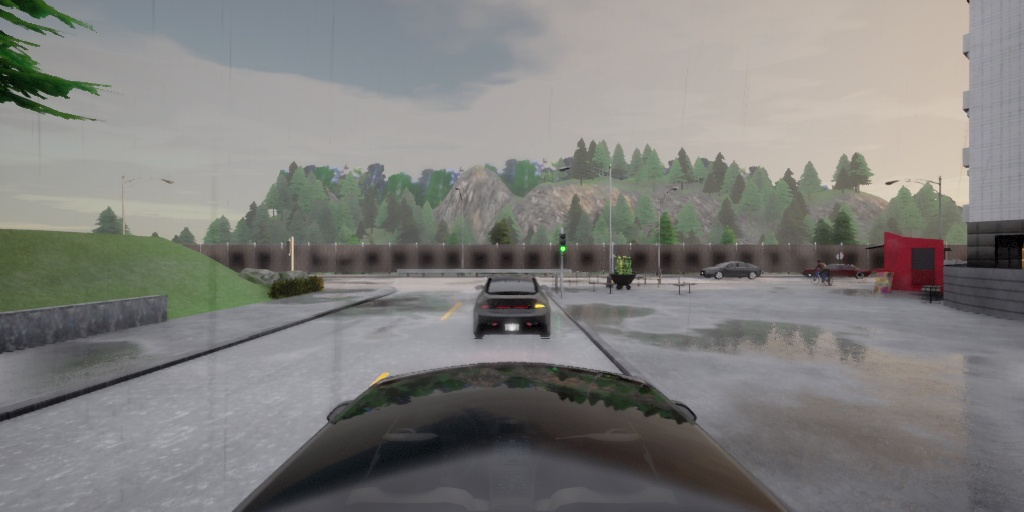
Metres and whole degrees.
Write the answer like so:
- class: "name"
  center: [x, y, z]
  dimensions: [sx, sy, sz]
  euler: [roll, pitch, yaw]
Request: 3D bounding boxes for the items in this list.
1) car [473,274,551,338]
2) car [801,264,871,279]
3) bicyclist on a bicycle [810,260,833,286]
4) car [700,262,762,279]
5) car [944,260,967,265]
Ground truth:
- class: "car"
  center: [-0.001, 1.257, 10.113]
  dimensions: [1.837, 1.490, 4.892]
  euler: [0, 1, 0]
- class: "car"
  center: [28.311, 1.351, 31.440]
  dimensions: [4.718, 1.301, 1.895]
  euler: [0, 0, 0]
- class: "bicyclist on a bicycle"
  center: [19.811, 1.099, 22.970]
  dimensions: [0.582, 1.620, 1.656]
  euler: [0, 0, -1]
- class: "car"
  center: [19.055, 1.255, 31.363]
  dimensions: [4.892, 1.490, 1.837]
  euler: [0, 0, -1]
- class: "car"
  center: [38.601, 1.102, 31.513]
  dimensions: [4.553, 1.767, 2.097]
  euler: [0, 0, 0]
